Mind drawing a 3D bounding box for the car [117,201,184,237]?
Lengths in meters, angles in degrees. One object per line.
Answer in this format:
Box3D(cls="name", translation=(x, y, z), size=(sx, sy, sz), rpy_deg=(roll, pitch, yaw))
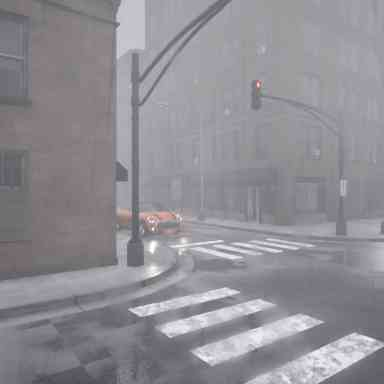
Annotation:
Box3D(cls="car", translation=(-2.351, 1.263, 17.527), size=(2.097, 1.767, 4.553), rpy_deg=(0, 0, -35))
